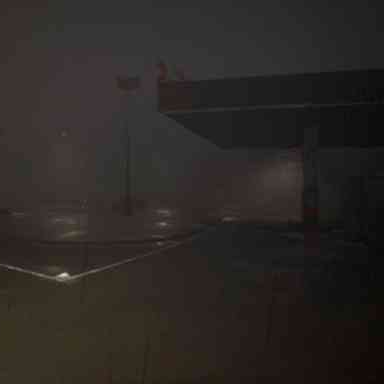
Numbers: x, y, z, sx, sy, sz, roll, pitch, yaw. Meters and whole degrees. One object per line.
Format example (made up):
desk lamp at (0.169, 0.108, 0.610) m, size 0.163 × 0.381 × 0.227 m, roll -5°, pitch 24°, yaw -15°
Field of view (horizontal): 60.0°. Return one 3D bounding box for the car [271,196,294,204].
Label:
car at (17.006, 1.528, 62.523) m, size 4.181 × 1.385 × 1.994 m, roll 0°, pitch 0°, yaw -8°

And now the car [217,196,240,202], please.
car at (7.792, 1.538, 71.566) m, size 4.718 × 1.301 × 1.895 m, roll 0°, pitch 0°, yaw -19°

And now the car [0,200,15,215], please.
car at (-19.290, 1.506, 31.377) m, size 1.994 × 1.385 × 4.181 m, roll 0°, pitch 0°, yaw 36°

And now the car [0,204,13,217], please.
car at (-17.544, 1.474, 27.836) m, size 1.812 × 1.442 × 4.674 m, roll 0°, pitch 0°, yaw 36°

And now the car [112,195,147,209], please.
car at (-8.627, 1.295, 46.180) m, size 2.097 × 1.767 × 4.553 m, roll 0°, pitch 0°, yaw 36°

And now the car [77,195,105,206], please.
car at (-16.567, 1.276, 54.650) m, size 2.097 × 1.767 × 4.553 m, roll 0°, pitch 0°, yaw 31°

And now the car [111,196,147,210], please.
car at (-7.743, 1.427, 41.433) m, size 1.882 × 1.535 × 5.008 m, roll 0°, pitch 0°, yaw 36°
